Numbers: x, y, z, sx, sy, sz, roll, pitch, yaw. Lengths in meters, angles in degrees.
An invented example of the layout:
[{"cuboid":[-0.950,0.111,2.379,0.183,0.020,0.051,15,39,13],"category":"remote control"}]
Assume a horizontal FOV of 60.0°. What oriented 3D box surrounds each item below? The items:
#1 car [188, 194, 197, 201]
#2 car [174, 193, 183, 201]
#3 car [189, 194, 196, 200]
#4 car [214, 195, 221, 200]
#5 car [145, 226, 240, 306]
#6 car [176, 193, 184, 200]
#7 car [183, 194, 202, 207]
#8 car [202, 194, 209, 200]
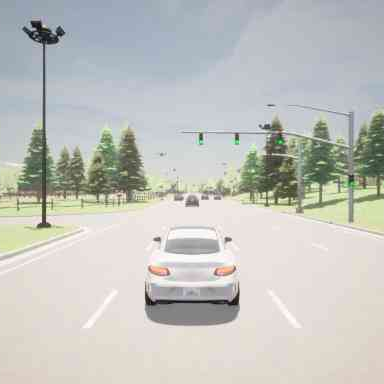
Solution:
[{"cuboid":[0.102,1.347,82.820,2.097,1.767,4.553,0,0,0],"category":"car"},{"cuboid":[-3.398,1.544,82.821,1.994,1.385,4.181,0,0,0],"category":"car"},{"cuboid":[0.114,1.332,92.853,1.837,1.490,4.892,0,0,0],"category":"car"},{"cuboid":[7.114,1.525,93.258,2.128,1.511,4.902,0,0,0],"category":"car"},{"cuboid":[0.016,1.526,7.917,1.812,1.442,4.674,0,0,0],"category":"car"},{"cuboid":[-3.386,1.187,92.827,2.097,1.767,4.553,0,0,0],"category":"car"},{"cuboid":[0.063,1.352,51.790,2.097,1.767,4.553,0,0,0],"category":"car"},{"cuboid":[3.614,1.355,93.232,2.097,1.767,4.553,0,0,0],"category":"car"}]
